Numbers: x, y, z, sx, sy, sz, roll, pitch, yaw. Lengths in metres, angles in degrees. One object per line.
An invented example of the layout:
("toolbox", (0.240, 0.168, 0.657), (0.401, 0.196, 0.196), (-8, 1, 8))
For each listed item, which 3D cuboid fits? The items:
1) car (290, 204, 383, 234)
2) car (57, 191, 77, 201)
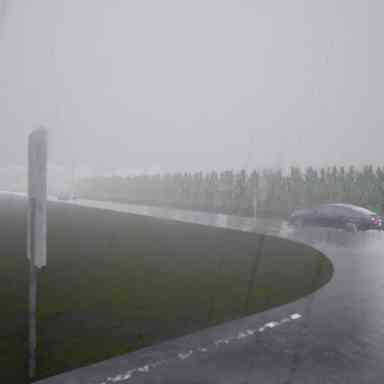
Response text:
("car", (7.660, 1.361, 18.009), (1.812, 1.442, 4.674), (-2, 2, -45))
("car", (-18.788, 0.571, 49.912), (2.128, 1.511, 4.902), (1, 1, -36))
